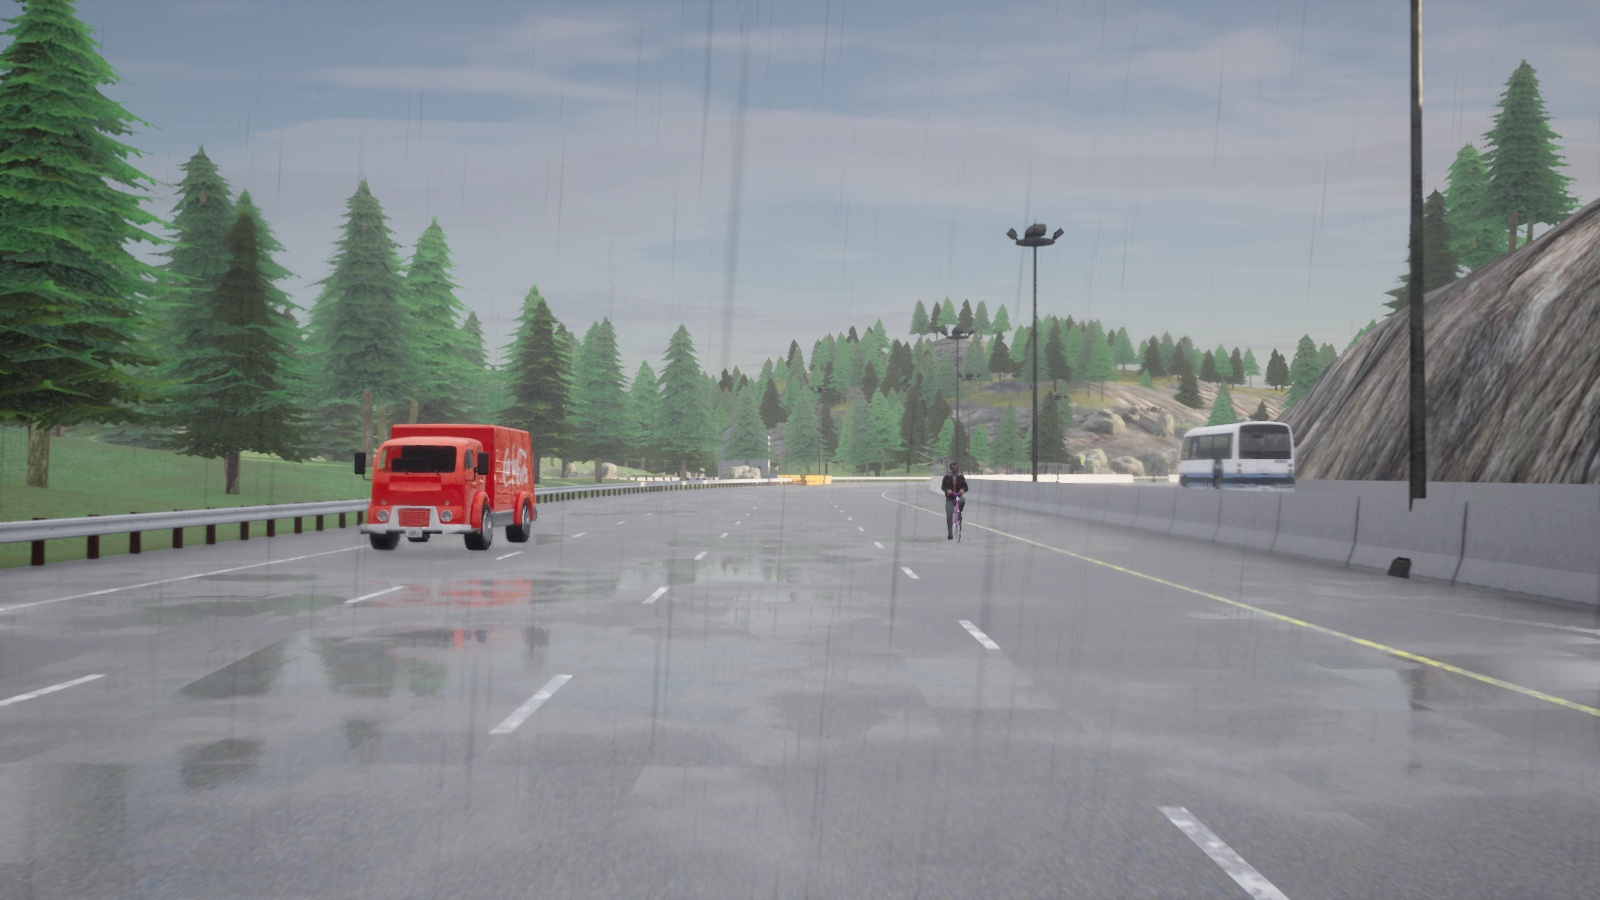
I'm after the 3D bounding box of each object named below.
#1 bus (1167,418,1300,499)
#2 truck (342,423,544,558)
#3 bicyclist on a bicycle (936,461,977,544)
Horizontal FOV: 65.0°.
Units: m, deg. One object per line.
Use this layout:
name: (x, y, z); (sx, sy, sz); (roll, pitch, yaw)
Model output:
bus: (24.337, 0.533, 71.258); (3.944, 4.253, 10.273); (0, -1, 0)
truck: (-7.064, 0.784, 25.583); (2.627, 2.467, 5.204); (0, -1, 0)
bicyclist on a bicycle: (3.432, 1.134, 27.651); (0.659, 1.776, 1.843); (0, -1, 0)
